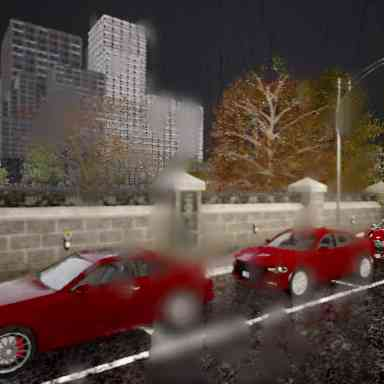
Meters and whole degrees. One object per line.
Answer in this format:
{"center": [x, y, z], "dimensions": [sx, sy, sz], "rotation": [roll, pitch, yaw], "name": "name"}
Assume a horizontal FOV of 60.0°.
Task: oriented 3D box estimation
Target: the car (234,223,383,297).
{"center": [3.052, 1.619, 8.738], "dimensions": [4.507, 1.381, 1.887], "rotation": [1, 0, -36], "name": "car"}

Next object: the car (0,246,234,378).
{"center": [-1.529, 1.602, 5.468], "dimensions": [4.206, 1.307, 1.802], "rotation": [1, 0, -36], "name": "car"}

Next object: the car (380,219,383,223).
{"center": [7.633, 1.574, 12.008], "dimensions": [4.097, 1.590, 1.967], "rotation": [1, 0, -36], "name": "car"}
